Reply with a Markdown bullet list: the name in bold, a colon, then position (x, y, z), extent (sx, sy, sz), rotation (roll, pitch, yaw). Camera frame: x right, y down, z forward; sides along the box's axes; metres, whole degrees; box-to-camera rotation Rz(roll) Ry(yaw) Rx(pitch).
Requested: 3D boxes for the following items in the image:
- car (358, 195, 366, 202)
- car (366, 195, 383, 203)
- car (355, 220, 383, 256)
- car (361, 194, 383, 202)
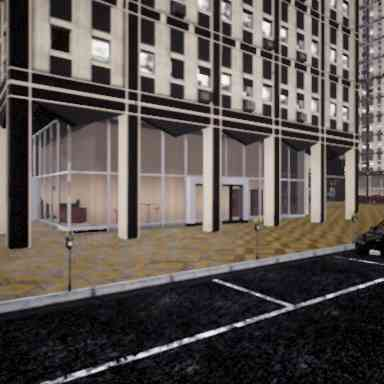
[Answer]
- **car**: position (28.590, 0.911, 59.652), extent (2.192, 1.841, 5.009), rotation (2, 0, -36)
- **car**: position (31.832, 1.286, 55.123), extent (1.802, 1.307, 4.206), rotation (2, 0, -36)
- **car**: position (7.705, 1.604, 12.063), extent (4.313, 1.339, 1.947), rotation (0, 0, -36)
- **car**: position (35.354, 1.193, 64.588), extent (1.802, 1.307, 4.206), rotation (1, 0, -36)
